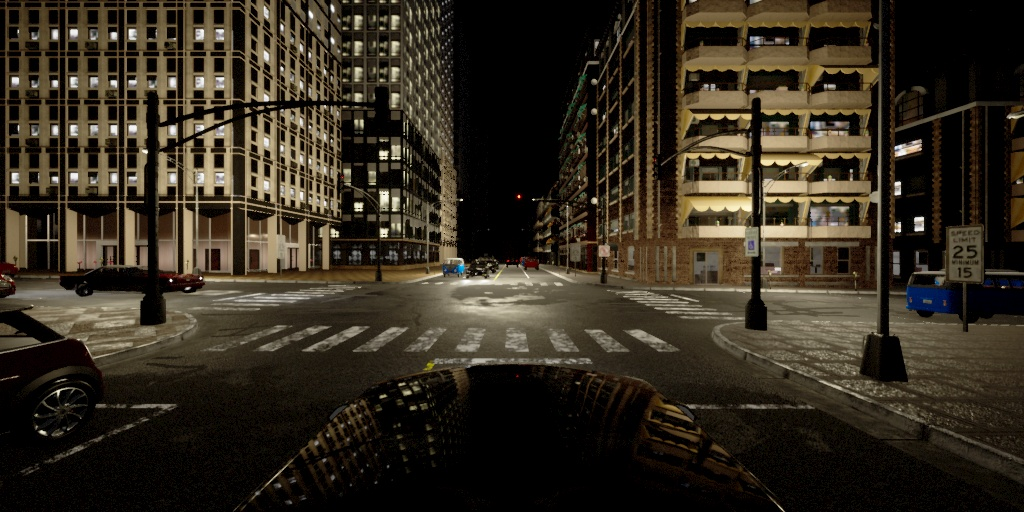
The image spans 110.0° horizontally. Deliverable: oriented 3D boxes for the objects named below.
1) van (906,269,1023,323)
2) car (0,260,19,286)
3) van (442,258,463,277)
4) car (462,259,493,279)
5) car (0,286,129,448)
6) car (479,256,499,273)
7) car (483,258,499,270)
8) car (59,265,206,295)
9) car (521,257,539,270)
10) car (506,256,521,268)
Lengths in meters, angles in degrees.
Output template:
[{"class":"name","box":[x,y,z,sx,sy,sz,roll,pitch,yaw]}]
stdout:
[{"class":"van","box":[16.926,1.453,13.013,3.998,1.789,1.690,0,0,0]},{"class":"car","box":[-21.133,0.818,13.109,4.097,1.591,1.967,0,0,0]},{"class":"van","box":[-5.650,1.097,34.797,1.690,1.789,3.998,0,0,0]},{"class":"car","box":[-3.058,1.260,32.756,1.837,1.490,4.892,0,0,0]},{"class":"car","box":[-5.689,1.190,2.323,1.967,1.591,4.097,0,0,0]},{"class":"car","box":[-3.044,0.982,42.878,2.150,2.045,5.566,0,0,1]},{"class":"car","box":[-3.031,1.118,53.194,2.097,1.767,4.553,0,0,0]},{"class":"car","box":[-16.395,1.066,15.703,4.718,1.301,1.895,1,0,0]},{"class":"car","box":[2.749,1.080,51.441,2.192,1.841,5.009,0,0,0]},{"class":"car","box":[0.077,0.994,63.900,2.150,2.045,5.566,0,0,0]}]
